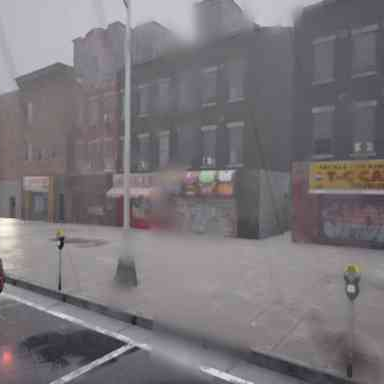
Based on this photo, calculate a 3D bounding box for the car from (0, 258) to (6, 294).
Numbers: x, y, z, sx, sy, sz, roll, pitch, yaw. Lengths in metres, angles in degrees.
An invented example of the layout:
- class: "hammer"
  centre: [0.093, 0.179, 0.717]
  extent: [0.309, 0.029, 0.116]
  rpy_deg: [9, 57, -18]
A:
- class: "car"
  centre: [-5.735, 1.518, 7.061]
  extent: [4.674, 1.442, 1.812]
  rpy_deg: [0, 0, 36]
